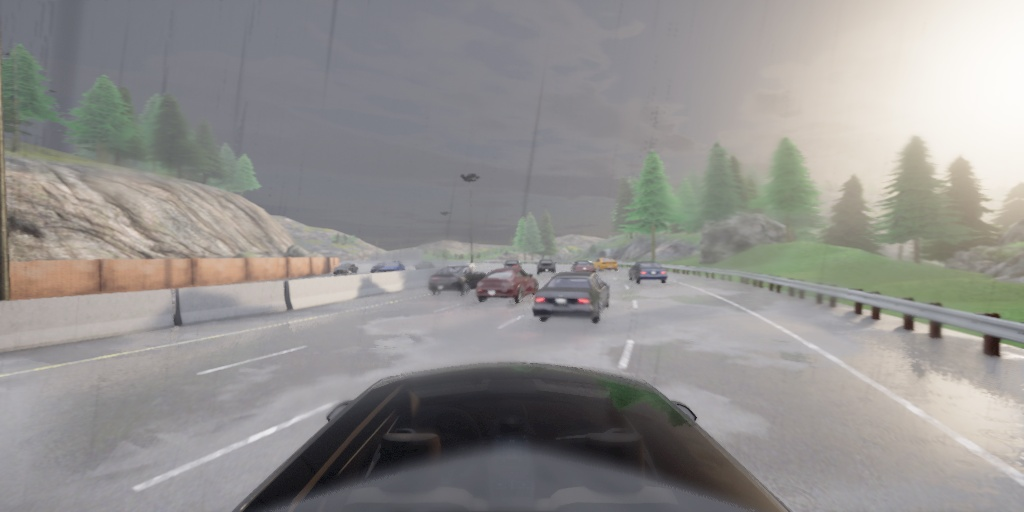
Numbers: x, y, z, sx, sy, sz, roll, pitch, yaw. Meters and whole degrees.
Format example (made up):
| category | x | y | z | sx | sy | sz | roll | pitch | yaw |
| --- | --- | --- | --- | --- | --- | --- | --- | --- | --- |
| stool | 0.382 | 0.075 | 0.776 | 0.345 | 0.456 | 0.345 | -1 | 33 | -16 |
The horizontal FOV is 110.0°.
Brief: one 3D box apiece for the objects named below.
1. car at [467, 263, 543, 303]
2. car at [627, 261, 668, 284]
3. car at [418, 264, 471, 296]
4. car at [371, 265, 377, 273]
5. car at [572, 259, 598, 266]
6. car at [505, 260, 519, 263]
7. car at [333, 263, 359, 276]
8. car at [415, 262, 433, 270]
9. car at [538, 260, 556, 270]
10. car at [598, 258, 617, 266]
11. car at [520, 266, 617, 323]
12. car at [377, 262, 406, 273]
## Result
| category | x | y | z | sx | sy | sz | roll | pitch | yaw |
| --- | --- | --- | --- | --- | --- | --- | --- | --- | --- |
| car | -0.120 | 1.260 | 16.421 | 1.812 | 1.442 | 4.674 | -1 | 0 | 17 |
| car | 9.062 | 1.053 | 24.287 | 2.033 | 1.411 | 5.357 | -1 | 0 | 10 |
| car | -2.782 | 1.286 | 19.719 | 2.128 | 1.511 | 4.902 | -1 | 0 | 16 |
| car | -18.152 | 1.672 | 50.013 | 2.033 | 1.411 | 5.357 | -1 | 0 | -8 |
| car | 6.829 | 1.110 | 34.880 | 1.994 | 1.385 | 4.181 | -1 | 0 | 5 |
| car | 0.027 | 1.209 | 38.741 | 1.837 | 1.490 | 4.892 | -1 | 0 | 2 |
| car | -21.249 | 1.709 | 46.131 | 1.837 | 1.490 | 4.892 | -1 | 0 | -5 |
| car | -10.620 | 1.457 | 43.925 | 1.837 | 1.490 | 4.892 | -1 | 0 | -3 |
| car | 3.460 | 1.129 | 37.026 | 1.837 | 1.490 | 4.892 | -1 | 0 | 3 |
| car | 10.498 | 0.929 | 40.742 | 1.882 | 1.535 | 5.008 | -1 | 0 | 1 |
| car | 2.162 | 1.233 | 11.963 | 2.033 | 1.411 | 5.357 | -1 | 0 | 20 |
| car | -14.071 | 1.514 | 42.829 | 1.882 | 1.535 | 5.008 | -1 | 0 | -2 |
